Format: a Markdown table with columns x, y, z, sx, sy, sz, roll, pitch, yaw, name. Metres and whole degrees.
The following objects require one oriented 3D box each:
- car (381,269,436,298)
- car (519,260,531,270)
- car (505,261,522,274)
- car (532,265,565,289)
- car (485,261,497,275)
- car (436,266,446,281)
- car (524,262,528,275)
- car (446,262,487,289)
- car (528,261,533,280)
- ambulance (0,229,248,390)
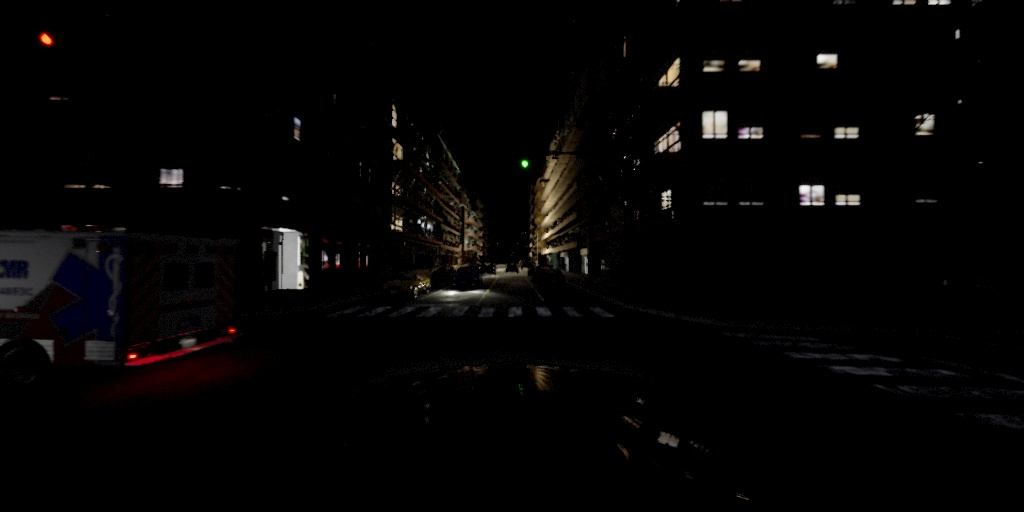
| x | y | z | sx | sy | sz | roll | pitch | yaw | name |
| --- | --- | --- | --- | --- | --- | --- | --- | --- | --- |
| -5.694 | 1.439 | 19.678 | 1.751 | 1.417 | 4.829 | 0 | 0 | 0 | car |
| 2.676 | 1.633 | 64.022 | 2.192 | 1.841 | 5.009 | 0 | 0 | 0 | car |
| -0.011 | 1.763 | 51.174 | 1.994 | 1.385 | 4.181 | 0 | -1 | 0 | car |
| 2.685 | 1.509 | 25.359 | 1.888 | 1.381 | 4.507 | 0 | 0 | 0 | car |
| -3.080 | 1.497 | 45.491 | 2.097 | 1.767 | 4.553 | 0 | 0 | 0 | car |
| -5.697 | 1.558 | 30.894 | 1.888 | 1.381 | 4.507 | 0 | 0 | 0 | car |
| 2.681 | 1.697 | 41.929 | 1.802 | 1.307 | 4.207 | 0 | 0 | 0 | car |
| -3.101 | 1.442 | 25.467 | 1.882 | 1.535 | 5.008 | 0 | 0 | 0 | car |
| 2.684 | 1.454 | 30.882 | 1.967 | 1.591 | 4.097 | 0 | 0 | 0 | car |
| -8.700 | 0.800 | 6.469 | 6.366 | 2.431 | 2.351 | 1 | -1 | 0 | ambulance |
